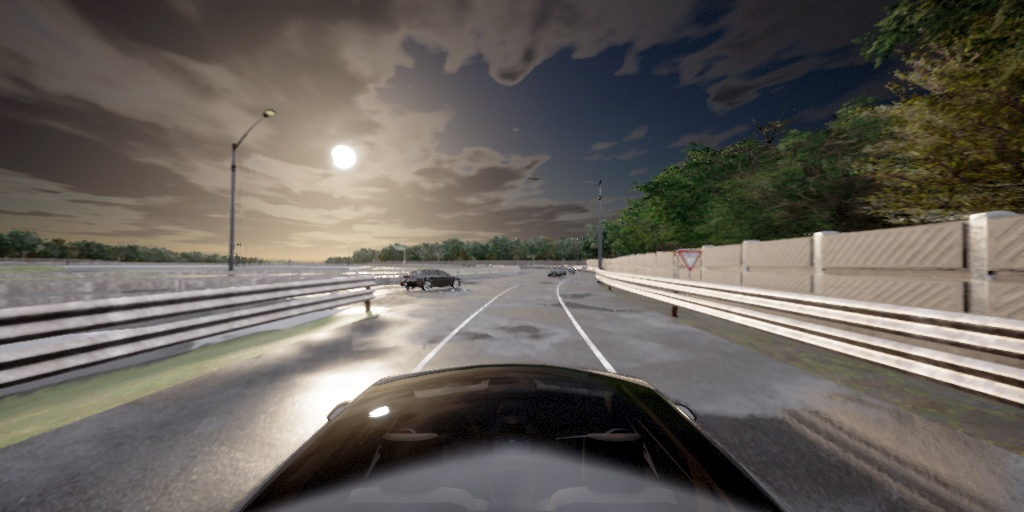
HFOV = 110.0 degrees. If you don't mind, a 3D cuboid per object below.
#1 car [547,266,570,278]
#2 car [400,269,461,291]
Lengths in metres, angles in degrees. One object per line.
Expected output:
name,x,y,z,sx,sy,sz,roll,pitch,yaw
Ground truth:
car,6.299,2.350,49.682,1.895,1.301,4.718,0,-1,18
car,-5.652,1.655,25.561,1.837,1.490,4.892,0,-1,33
